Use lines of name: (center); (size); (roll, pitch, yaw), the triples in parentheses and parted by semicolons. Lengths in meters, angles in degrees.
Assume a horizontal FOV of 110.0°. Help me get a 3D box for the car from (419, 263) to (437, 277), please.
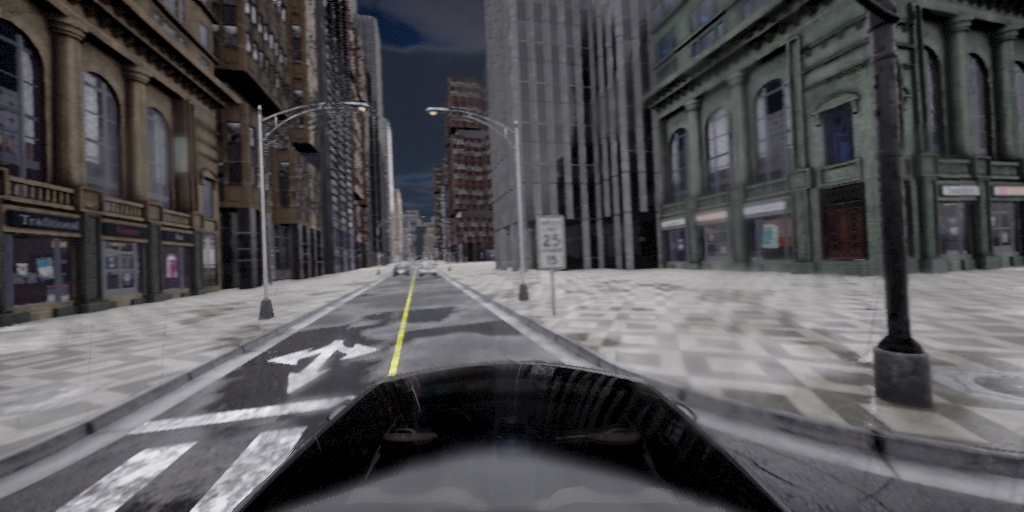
car: (-9.518, 1.675, 40.753); (1.895, 1.301, 4.718); (-2, 0, -14)

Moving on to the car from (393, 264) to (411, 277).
car: (-13.454, 1.718, 43.844); (2.128, 1.511, 4.902); (-2, 0, -15)
